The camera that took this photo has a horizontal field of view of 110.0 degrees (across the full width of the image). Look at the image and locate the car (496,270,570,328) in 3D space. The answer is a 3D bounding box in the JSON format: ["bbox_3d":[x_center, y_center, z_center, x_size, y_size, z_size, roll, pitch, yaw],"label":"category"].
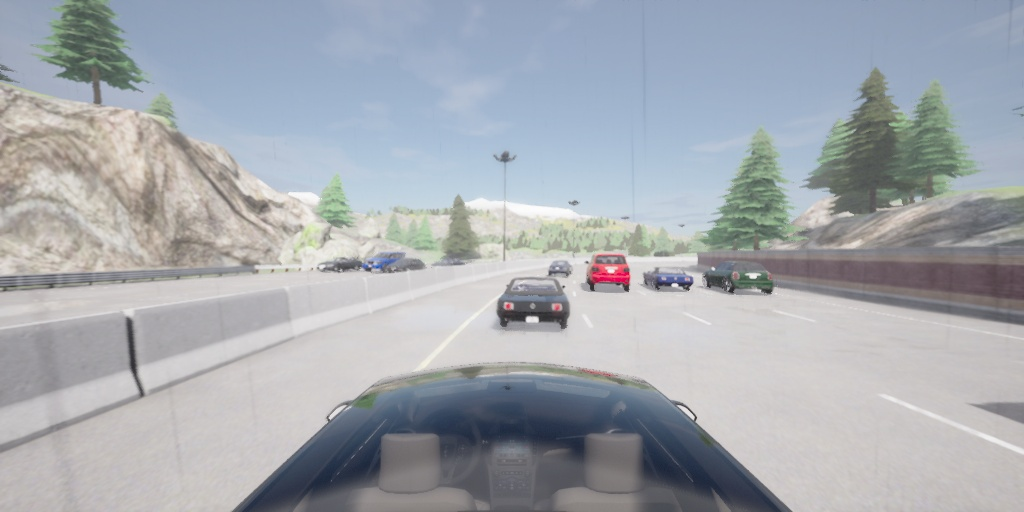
[{"bbox_3d":[0.727,1.285,11.187,1.895,1.301,4.718,1,0,5],"label":"car"}]

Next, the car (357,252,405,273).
[{"bbox_3d":[-12.761,0.596,36.592,2.150,2.045,5.566,1,0,14],"label":"car"}]

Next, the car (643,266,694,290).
[{"bbox_3d":[9.195,1.278,21.551,1.895,1.301,4.718,1,0,10],"label":"car"}]

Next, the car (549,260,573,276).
[{"bbox_3d":[4.520,1.097,33.015,2.033,1.411,5.357,1,0,14],"label":"car"}]

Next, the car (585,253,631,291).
[{"bbox_3d":[5.596,0.869,21.267,2.150,2.045,5.566,1,0,9],"label":"car"}]

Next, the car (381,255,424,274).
[{"bbox_3d":[-9.855,0.927,33.765,1.837,1.490,4.892,1,0,14],"label":"car"}]

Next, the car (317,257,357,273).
[{"bbox_3d":[-16.751,0.844,35.005,2.128,1.511,4.902,1,0,14],"label":"car"}]

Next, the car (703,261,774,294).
[{"bbox_3d":[12.558,1.068,20.243,2.097,1.767,4.553,1,0,9],"label":"car"}]

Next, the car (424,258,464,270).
[{"bbox_3d":[-6.102,0.939,34.371,2.128,1.511,4.902,1,0,14],"label":"car"}]
